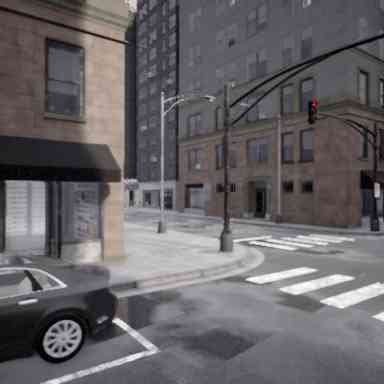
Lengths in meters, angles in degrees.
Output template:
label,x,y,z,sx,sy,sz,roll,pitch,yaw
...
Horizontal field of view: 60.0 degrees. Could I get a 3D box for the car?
label,x,y,z,sx,sy,sz,roll,pitch,yaw
car,-3.165,1.550,4.273,4.403,1.369,2.008,0,0,-36
